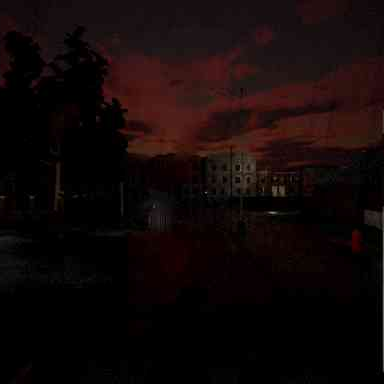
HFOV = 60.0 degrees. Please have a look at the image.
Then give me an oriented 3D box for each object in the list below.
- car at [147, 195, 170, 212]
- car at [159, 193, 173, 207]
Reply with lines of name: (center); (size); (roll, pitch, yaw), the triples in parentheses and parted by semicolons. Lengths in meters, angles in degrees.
car: (-4.142, 1.492, 39.507); (2.128, 1.511, 4.902); (0, 0, 0)
car: (-4.122, 1.221, 50.096); (2.150, 2.045, 5.566); (0, 0, 1)
